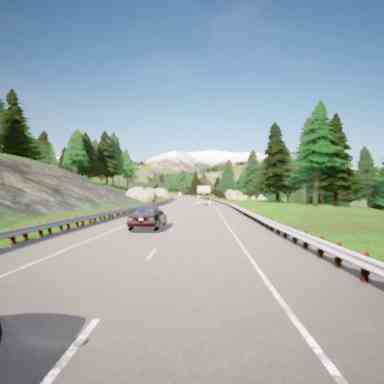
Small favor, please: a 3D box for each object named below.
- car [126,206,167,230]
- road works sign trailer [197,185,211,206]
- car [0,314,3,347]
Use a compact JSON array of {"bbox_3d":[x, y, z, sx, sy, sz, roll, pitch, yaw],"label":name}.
[{"bbox_3d":[-2.776,1.579,21.132,2.033,1.411,5.357,0,0,2],"label":"car"},{"bbox_3d":[2.071,0.569,58.304,2.380,3.560,2.880,0,0,1],"label":"road works sign trailer"},{"bbox_3d":[-3.339,1.476,2.219,1.882,1.535,5.008,0,0,1],"label":"car"}]
